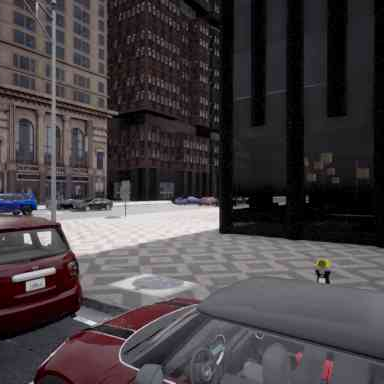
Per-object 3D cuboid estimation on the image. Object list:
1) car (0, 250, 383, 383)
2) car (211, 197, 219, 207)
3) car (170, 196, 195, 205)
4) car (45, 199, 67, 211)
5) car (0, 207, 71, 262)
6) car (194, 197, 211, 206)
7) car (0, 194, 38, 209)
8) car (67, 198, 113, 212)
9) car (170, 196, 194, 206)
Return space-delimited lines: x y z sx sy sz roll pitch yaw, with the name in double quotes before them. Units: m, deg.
"car" 0.540 1.440 2.572 4.097 1.590 1.967 0 0 35
"car" 5.222 1.400 49.587 1.837 1.490 4.892 0 0 36
"car" -1.550 1.450 57.023 1.895 1.301 4.718 0 0 36
"car" -14.566 1.511 38.805 1.895 1.301 4.718 0 0 35
"car" -4.030 1.314 5.812 5.009 1.841 2.192 0 0 35
"car" 2.809 1.445 51.807 1.994 1.385 4.181 0 0 37
"car" -16.853 1.168 29.986 2.150 2.045 5.566 0 0 34
"car" -11.220 1.423 37.900 1.837 1.490 4.892 0 1 36
"car" -0.818 1.397 52.490 1.812 1.442 4.674 0 0 36
